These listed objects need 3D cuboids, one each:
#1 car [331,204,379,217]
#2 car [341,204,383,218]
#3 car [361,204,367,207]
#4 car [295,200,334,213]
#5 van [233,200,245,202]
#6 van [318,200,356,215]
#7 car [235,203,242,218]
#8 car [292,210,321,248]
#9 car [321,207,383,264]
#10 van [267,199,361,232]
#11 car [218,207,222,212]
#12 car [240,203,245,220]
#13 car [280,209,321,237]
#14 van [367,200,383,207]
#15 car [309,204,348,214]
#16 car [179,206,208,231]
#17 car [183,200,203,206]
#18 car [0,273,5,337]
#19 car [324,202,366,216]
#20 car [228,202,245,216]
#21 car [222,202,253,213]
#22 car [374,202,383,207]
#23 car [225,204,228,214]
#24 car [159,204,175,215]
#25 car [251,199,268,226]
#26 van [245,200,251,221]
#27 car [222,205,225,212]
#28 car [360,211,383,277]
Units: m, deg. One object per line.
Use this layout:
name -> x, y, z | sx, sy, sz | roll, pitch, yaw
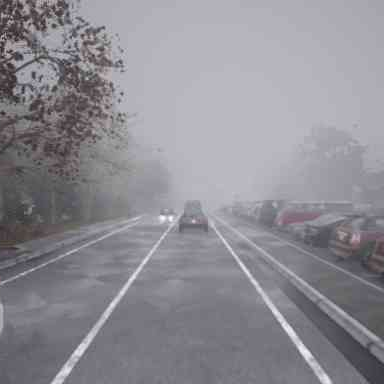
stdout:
car -> 20.179, 2.260, 41.308 | 5.008, 1.535, 2.097 | 0, -2, 0
car -> 20.174, 2.181, 38.413 | 5.008, 1.535, 2.097 | 0, -2, 0
car -> 20.168, 2.107, 35.644 | 4.892, 1.521, 2.231 | 0, -2, 0
car -> 20.239, 2.391, 55.032 | 5.566, 2.045, 2.435 | 0, -2, 0
van -> 7.222, 2.038, 41.406 | 4.442, 1.987, 1.878 | 0, -2, 0
van -> 20.312, 2.182, 46.727 | 4.442, 1.987, 1.878 | 0, -2, 0
car -> 7.059, 2.067, 33.075 | 4.792, 1.488, 2.163 | 0, -2, 0
car -> 7.046, 1.657, 13.665 | 5.008, 1.535, 2.097 | 0, -1, 0
car -> 7.015, 1.501, 10.891 | 4.553, 1.767, 2.185 | 0, -1, 0
van -> 6.945, 1.493, 19.220 | 4.442, 1.987, 1.878 | 0, -1, 0
car -> 7.093, 2.240, 49.732 | 5.566, 2.045, 2.435 | 0, -2, 0
car -> 7.086, 2.002, 30.298 | 4.674, 1.452, 2.002 | 0, -2, 0
car -> 7.059, 1.728, 16.441 | 4.674, 1.452, 2.002 | 0, -1, 0
van -> 20.285, 1.805, 32.881 | 4.442, 1.987, 1.878 | 0, -2, 0
car -> 20.194, 2.484, 49.491 | 4.892, 1.521, 2.231 | 0, -2, 0
car -> 0.108, 1.919, 23.514 | 1.994, 1.385, 4.181 | 0, -1, 0
car -> 0.130, 1.985, 40.850 | 2.150, 2.045, 5.566 | 0, -2, 0
car -> -3.350, 1.243, 1.777 | 2.150, 2.045, 5.566 | 0, -1, 0
car -> 20.158, 2.207, 43.956 | 4.553, 1.767, 2.185 | 0, -2, 0
car -> 7.105, 2.188, 38.625 | 5.008, 1.535, 2.097 | 0, -2, 0
car -> 7.158, 2.444, 52.499 | 4.553, 1.767, 2.185 | 0, -2, 0
car -> 19.978, 1.952, 30.105 | 5.366, 1.575, 1.946 | 0, -2, 0
car -> 7.113, 2.380, 44.174 | 4.674, 1.452, 2.002 | 0, -2, 0
car -> -3.299, 2.370, 45.089 | 2.128, 1.511, 4.902 | 0, -2, 0
car -> 7.096, 1.499, 21.996 | 5.566, 2.045, 2.435 | 0, -1, 0
van -> 6.961, 1.660, 27.531 | 4.442, 1.987, 1.878 | 0, -2, 0
car -> 7.145, 2.445, 46.949 | 4.792, 1.488, 2.163 | 0, -2, 0
car -> 7.009, 1.470, 8.115 | 4.553, 1.767, 2.185 | 0, -1, 0
